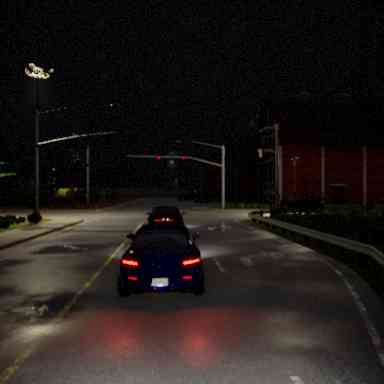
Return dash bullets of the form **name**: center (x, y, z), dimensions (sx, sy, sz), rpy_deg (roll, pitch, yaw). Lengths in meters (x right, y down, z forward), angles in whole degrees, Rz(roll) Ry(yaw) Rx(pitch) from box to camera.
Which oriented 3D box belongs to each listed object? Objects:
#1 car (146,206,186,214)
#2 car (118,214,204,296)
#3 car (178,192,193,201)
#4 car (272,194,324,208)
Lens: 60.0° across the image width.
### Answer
- **car**: center (-1.390, 1.496, 17.769), dimensions (1.837, 1.490, 4.892), rpy_deg (0, 0, -3)
- **car**: center (-0.738, 1.521, 8.530), dimensions (1.812, 1.442, 4.674), rpy_deg (0, 0, -4)
- **car**: center (-1.579, 1.105, 81.701), dimensions (3.866, 1.878, 1.905), rpy_deg (-2, 4, 44)
- **car**: center (11.490, 1.236, 36.306), dimensions (5.566, 2.045, 2.150), rpy_deg (0, 0, -3)
